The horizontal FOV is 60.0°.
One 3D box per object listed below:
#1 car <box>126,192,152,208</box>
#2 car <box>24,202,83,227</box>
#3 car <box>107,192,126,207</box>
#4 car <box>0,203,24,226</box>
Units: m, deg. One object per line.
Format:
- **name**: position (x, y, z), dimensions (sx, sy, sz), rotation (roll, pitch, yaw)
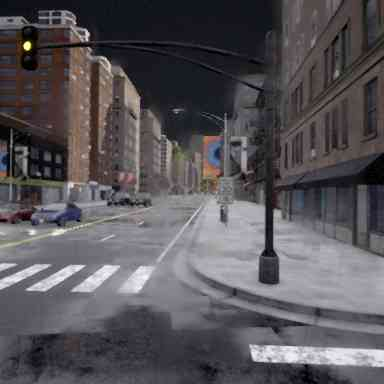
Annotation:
- **car**: position (-7.016, 1.077, 46.436), dimensions (2.150, 2.045, 5.566), rotation (1, 0, 4)
- **car**: position (-8.632, 1.408, 21.704), dimensions (1.812, 1.442, 4.674), rotation (1, 0, 4)
- **car**: position (-10.235, 1.045, 46.985), dimensions (2.150, 2.045, 5.566), rotation (1, 0, 4)
- **car**: position (-11.859, 1.414, 22.181), dimensions (1.994, 1.385, 4.181), rotation (1, 0, 4)
